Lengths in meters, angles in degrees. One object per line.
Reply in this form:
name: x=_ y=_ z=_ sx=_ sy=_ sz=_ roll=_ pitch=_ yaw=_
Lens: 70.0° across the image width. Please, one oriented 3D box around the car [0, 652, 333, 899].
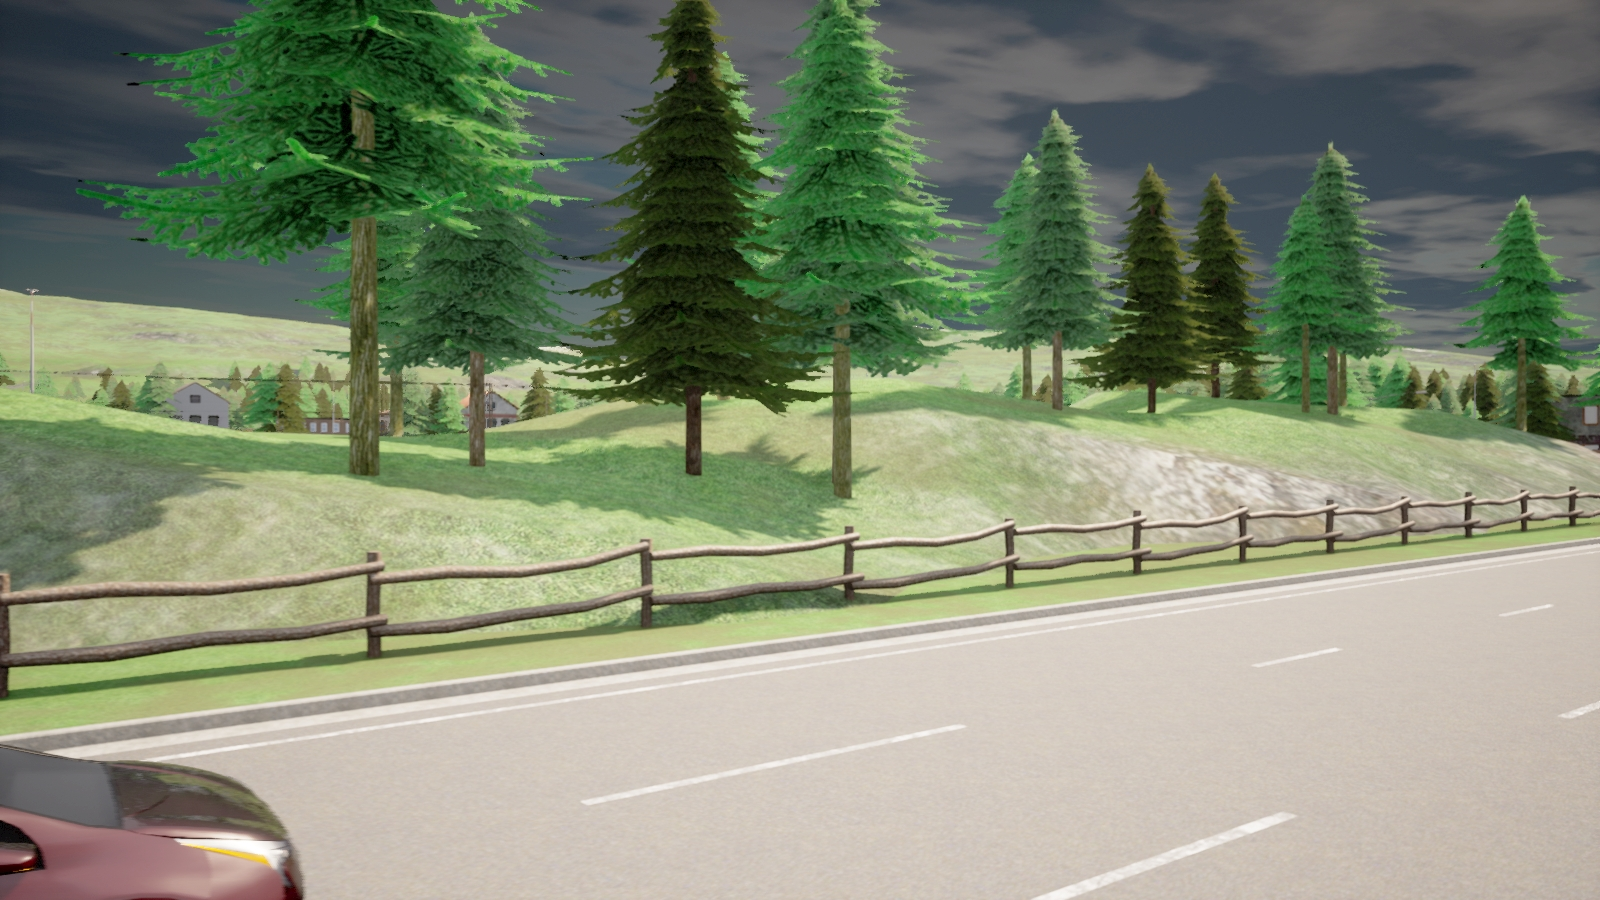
car: x=-4.692 y=2.039 z=5.091 sx=4.514 sy=1.525 sz=2.007 roll=0 pitch=0 yaw=-34
